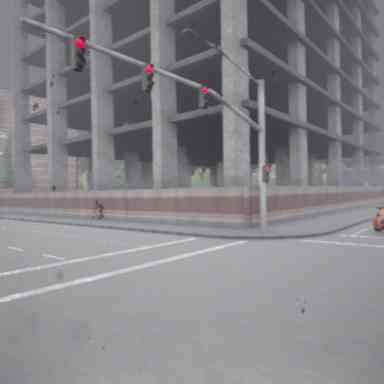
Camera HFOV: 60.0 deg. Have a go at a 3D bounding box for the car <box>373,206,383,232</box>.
[{"bbox_3d":[11.187,1.135,17.727,2.097,1.767,4.553,-1,0,40],"label":"car"}]

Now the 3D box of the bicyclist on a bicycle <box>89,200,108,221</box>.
[{"bbox_3d":[-7.245,1.443,25.784,0.582,1.620,1.656,-1,0,40],"label":"bicyclist on a bicycle"}]
